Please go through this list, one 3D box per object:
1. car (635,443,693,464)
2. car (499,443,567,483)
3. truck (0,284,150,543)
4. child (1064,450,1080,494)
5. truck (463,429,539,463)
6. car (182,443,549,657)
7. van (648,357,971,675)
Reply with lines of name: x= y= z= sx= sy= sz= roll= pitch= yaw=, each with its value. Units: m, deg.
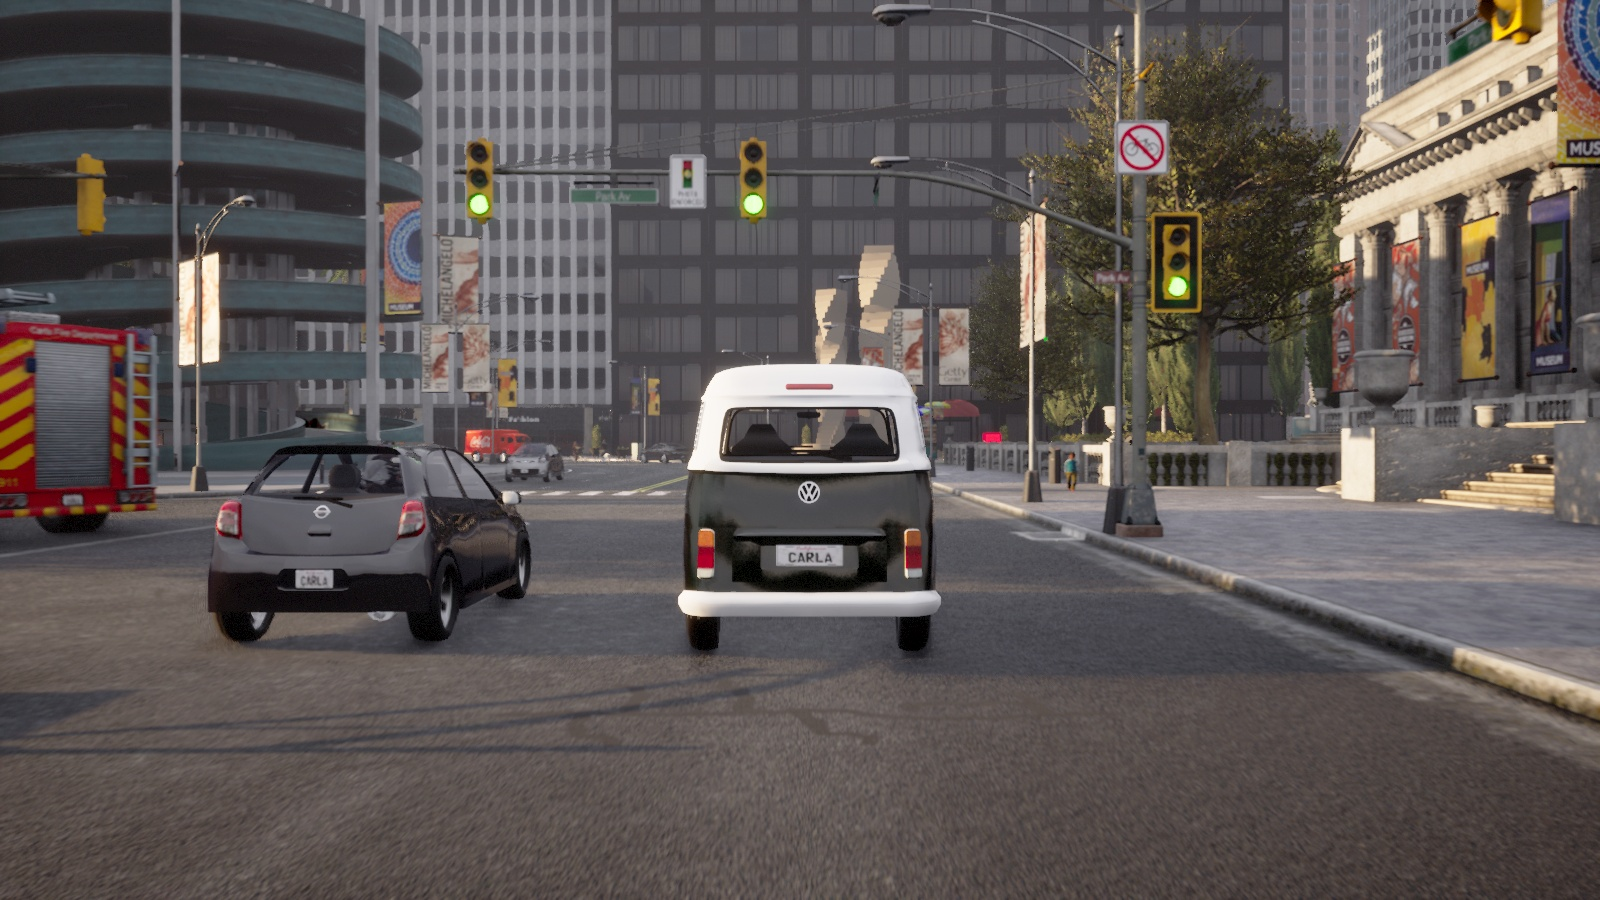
car: x=-9.816 y=0.214 z=90.513 sx=1.837 sy=1.490 sz=4.892 roll=0 pitch=0 yaw=-38
car: x=-10.214 y=0.469 z=48.310 sx=1.845 sy=1.501 sz=3.633 roll=0 pitch=0 yaw=0
truck: x=-15.167 y=-0.555 z=21.352 sx=8.468 sy=3.827 sz=2.891 roll=0 pitch=0 yaw=27
child: x=7.395 y=0.589 z=34.103 sx=0.343 sy=1.192 sz=0.448 roll=0 pitch=0 yaw=1
truck: x=-22.032 y=-0.300 z=92.542 sx=5.204 sy=2.467 sz=2.627 roll=0 pitch=0 yaw=35
car: x=-3.424 y=0.695 z=10.664 sx=1.845 sy=1.501 sz=3.633 roll=0 pitch=0 yaw=0
van: x=0.074 y=0.410 z=10.293 sx=2.069 sy=2.038 sz=4.480 roll=0 pitch=0 yaw=0
